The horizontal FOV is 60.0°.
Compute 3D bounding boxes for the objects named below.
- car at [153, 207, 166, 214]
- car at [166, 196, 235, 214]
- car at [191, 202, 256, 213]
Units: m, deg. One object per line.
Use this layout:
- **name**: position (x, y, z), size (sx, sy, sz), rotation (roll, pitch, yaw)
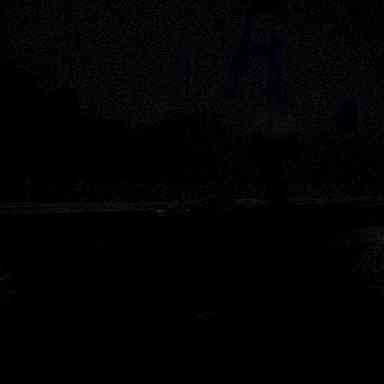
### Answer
- **car**: position (-1.159, 1.618, 28.799), size (4.674, 1.442, 1.812), rotation (0, 0, -35)
- **car**: position (1.073, 1.317, 26.107), size (5.566, 2.045, 2.150), rotation (0, 0, -35)
- **car**: position (2.907, 1.644, 23.123), size (5.357, 1.411, 2.033), rotation (0, 0, -35)
